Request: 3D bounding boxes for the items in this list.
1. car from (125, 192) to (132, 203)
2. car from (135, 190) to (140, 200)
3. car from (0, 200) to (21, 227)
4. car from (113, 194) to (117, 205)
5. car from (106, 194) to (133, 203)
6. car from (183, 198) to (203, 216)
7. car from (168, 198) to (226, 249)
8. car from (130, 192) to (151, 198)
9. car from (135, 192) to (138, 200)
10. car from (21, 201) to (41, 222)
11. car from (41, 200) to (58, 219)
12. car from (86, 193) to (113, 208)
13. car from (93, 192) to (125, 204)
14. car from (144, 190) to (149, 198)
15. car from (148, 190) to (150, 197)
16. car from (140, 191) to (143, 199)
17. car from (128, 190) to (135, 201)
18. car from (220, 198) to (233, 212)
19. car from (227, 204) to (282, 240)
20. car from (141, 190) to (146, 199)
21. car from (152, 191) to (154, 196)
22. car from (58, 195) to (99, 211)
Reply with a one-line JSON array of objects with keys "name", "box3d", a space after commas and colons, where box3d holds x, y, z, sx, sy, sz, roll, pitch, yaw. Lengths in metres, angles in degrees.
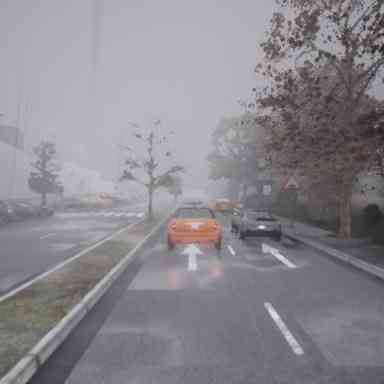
[{"name": "car", "box3d": [-13.645, 1.267, 57.337, 5.366, 1.575, 1.946, -1, 0, -20]}, {"name": "car", "box3d": [-13.838, 0.981, 69.275, 4.553, 1.767, 2.185, -1, 1, -20]}, {"name": "car", "box3d": [-13.821, 1.315, 21.270, 4.553, 1.767, 2.185, -1, 0, -20]}, {"name": "car", "box3d": [-13.829, 1.385, 48.264, 4.674, 1.452, 2.002, -1, 0, -20]}, {"name": "car", "box3d": [-13.837, 1.229, 63.265, 4.792, 1.488, 2.163, -1, 1, -20]}, {"name": "car", "box3d": [0.108, 1.415, 32.905, 1.837, 1.490, 4.892, 0, 0, 0]}, {"name": "car", "box3d": [0.104, 1.320, 14.615, 2.097, 1.767, 4.553, 0, 0, 0]}, {"name": "car", "box3d": [-13.961, 0.722, 90.223, 5.366, 1.575, 1.946, -1, 1, -20]}, {"name": "car", "box3d": [-13.811, 1.199, 66.289, 4.674, 1.452, 2.002, -1, 1, -20]}, {"name": "car", "box3d": [-13.841, 1.472, 24.243, 4.674, 1.452, 2.002, -1, 0, -20]}, {"name": "car", "box3d": [-13.818, 1.451, 27.262, 4.792, 1.488, 2.163, -1, 0, -20]}, {"name": "car", "box3d": [-13.999, 1.360, 45.191, 5.366, 1.575, 1.946, -1, 1, -20]}, {"name": "car", "box3d": [-13.800, 1.077, 51.282, 5.566, 2.045, 2.435, -1, 0, -20]}, {"name": "car", "box3d": [-13.769, 0.912, 81.304, 4.792, 1.488, 2.163, -1, 1, -20]}, {"name": "car", "box3d": [-13.772, 0.576, 84.301, 5.566, 2.045, 2.435, -1, 1, -20]}, {"name": "car", "box3d": [-13.806, 1.094, 72.288, 4.674, 1.452, 2.002, -1, 1, -20]}, {"name": "car", "box3d": [-13.843, 0.988, 60.262, 5.566, 2.045, 2.435, -1, 1, -20]}, {"name": "car", "box3d": [3.110, 1.383, 34.443, 1.882, 1.535, 5.008, 0, 0, 0]}, {"name": "car", "box3d": [3.104, 1.525, 16.811, 1.994, 1.385, 4.181, 0, 0, 0]}, {"name": "car", "box3d": [-13.794, 0.999, 75.287, 5.008, 1.535, 2.097, -1, 1, -20]}, {"name": "car", "box3d": [-13.616, 0.766, 87.357, 5.366, 1.575, 1.946, -1, 1, -20]}, {"name": "car", "box3d": [-13.807, 1.412, 39.268, 4.792, 1.488, 2.163, -1, 0, -20]}]
